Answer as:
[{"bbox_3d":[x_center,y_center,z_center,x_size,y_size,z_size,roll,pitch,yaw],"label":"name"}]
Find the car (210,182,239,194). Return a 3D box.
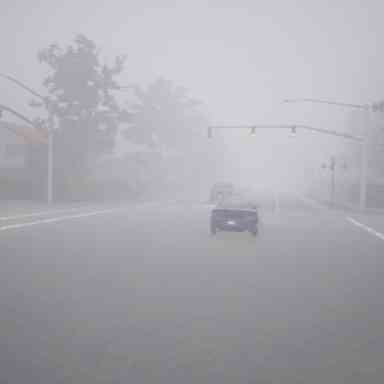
[{"bbox_3d":[3.230,0.021,34.185,2.150,2.045,5.566,2,2,12],"label":"car"}]

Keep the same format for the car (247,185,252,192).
[{"bbox_3d":[9.526,-0.489,58.904,1.882,1.535,5.008,2,2,14],"label":"car"}]

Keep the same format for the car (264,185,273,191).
[{"bbox_3d":[17.592,-0.890,76.673,1.994,1.385,4.181,2,2,14],"label":"car"}]

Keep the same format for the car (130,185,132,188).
[{"bbox_3d":[-10.616,-0.856,47.839,3.806,1.475,1.970,2,2,15],"label":"car"}]

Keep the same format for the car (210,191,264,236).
[{"bbox_3d":[2.165,0.956,15.100,1.882,1.535,5.008,2,2,15],"label":"car"}]

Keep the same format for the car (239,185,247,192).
[{"bbox_3d":[5.778,0.019,44.097,1.812,1.442,4.674,2,2,14],"label":"car"}]
